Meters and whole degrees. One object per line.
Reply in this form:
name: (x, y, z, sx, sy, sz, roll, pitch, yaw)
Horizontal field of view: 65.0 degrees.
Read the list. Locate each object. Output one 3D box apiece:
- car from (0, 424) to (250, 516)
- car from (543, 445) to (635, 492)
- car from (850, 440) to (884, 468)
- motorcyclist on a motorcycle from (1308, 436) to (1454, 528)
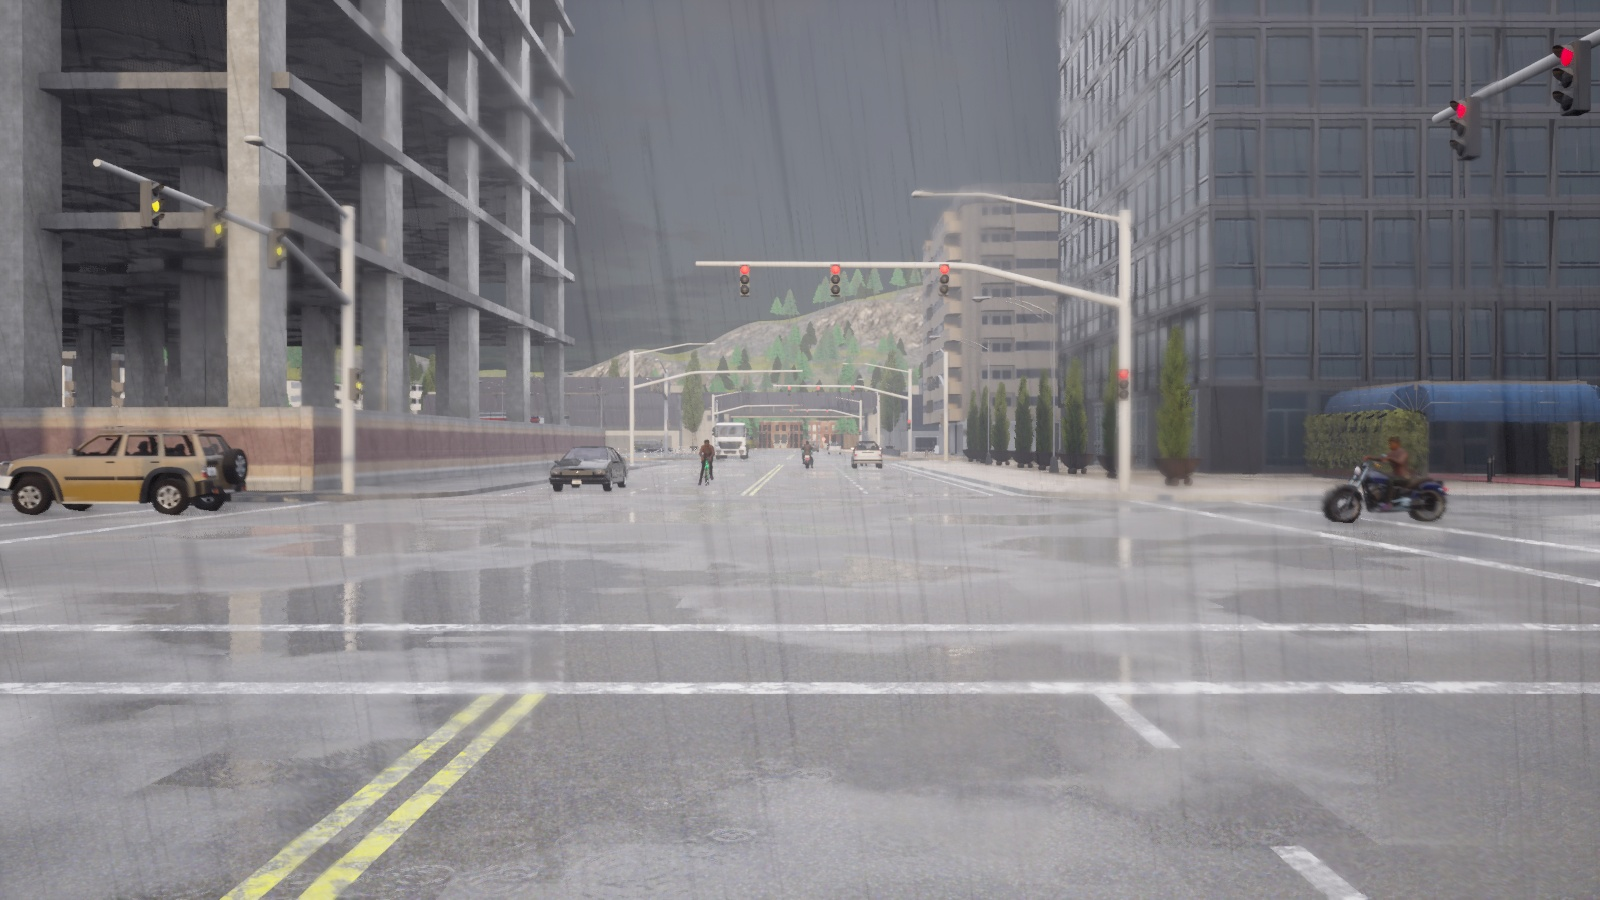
car: (-14.354, 0.402, 26.561, 4.605, 1.855, 1.932, 0, 0, 0)
car: (-6.757, 0.558, 40.770, 2.033, 1.411, 5.357, 0, 0, 0)
car: (3.927, 0.229, 74.133, 1.851, 1.617, 3.988, 0, 0, 1)
motorcyclist on a motorcycle: (10.689, 0.575, 23.140, 2.350, 1.649, 0.766, 0, 1, -4)
